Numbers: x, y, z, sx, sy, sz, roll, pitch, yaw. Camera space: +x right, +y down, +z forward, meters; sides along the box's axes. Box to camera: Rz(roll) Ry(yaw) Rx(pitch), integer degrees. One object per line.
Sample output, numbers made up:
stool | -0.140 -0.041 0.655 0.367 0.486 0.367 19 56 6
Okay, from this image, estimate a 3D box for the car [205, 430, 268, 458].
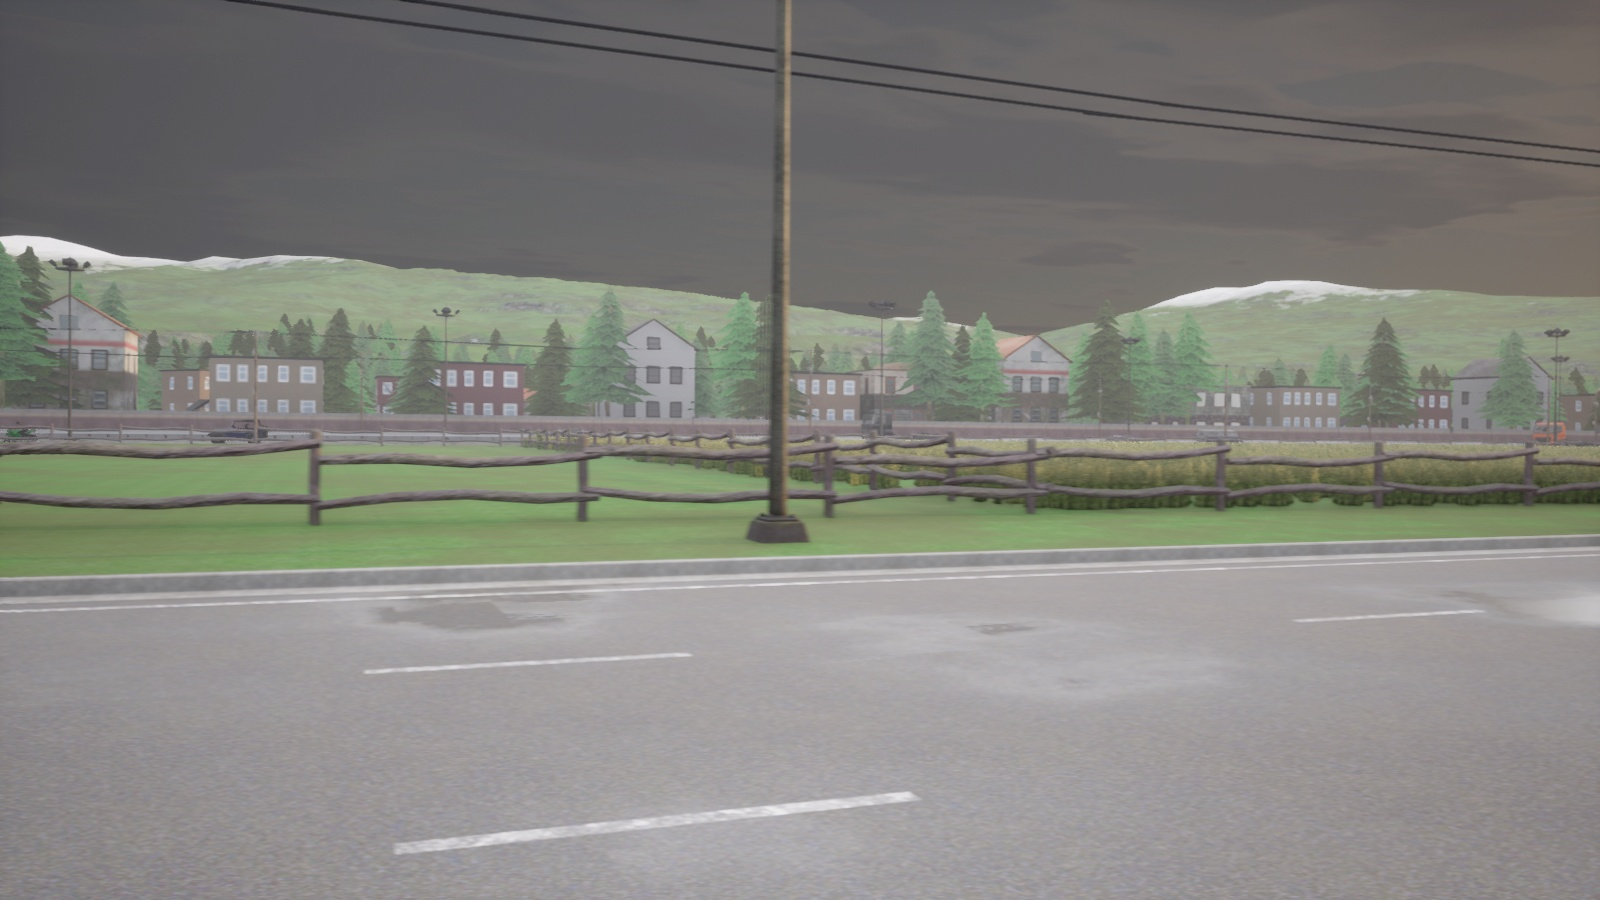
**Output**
car | -39.441 -0.413 88.018 3.866 1.878 1.905 -1 1 -21
